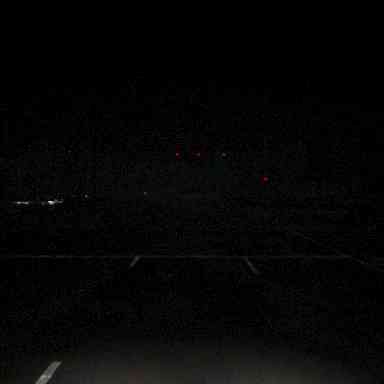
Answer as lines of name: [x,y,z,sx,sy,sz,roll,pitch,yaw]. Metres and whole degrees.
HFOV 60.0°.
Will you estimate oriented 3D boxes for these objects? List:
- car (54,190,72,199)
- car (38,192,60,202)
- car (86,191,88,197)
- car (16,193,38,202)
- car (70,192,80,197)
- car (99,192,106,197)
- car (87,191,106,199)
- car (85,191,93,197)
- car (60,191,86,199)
car: [-28.203,0.566,72.702,2.097,1.767,4.553,0,1,0]
car: [-24.660,0.896,58.410,1.812,1.442,4.674,0,1,0]
car: [-24.722,0.742,73.445,2.033,1.411,5.357,0,1,-3]
car: [-28.151,0.928,57.520,2.033,1.411,5.357,0,1,0]
car: [-30.631,0.633,87.231,1.895,1.301,4.718,0,1,-14]
car: [-23.921,0.620,89.189,1.895,1.301,4.718,0,1,-14]
car: [-21.283,0.693,74.315,1.837,1.490,4.892,0,1,-3]
car: [-27.413,0.509,88.704,1.882,1.535,5.008,0,1,-14]
car: [-21.161,0.712,59.386,2.097,1.767,4.553,0,1,0]
